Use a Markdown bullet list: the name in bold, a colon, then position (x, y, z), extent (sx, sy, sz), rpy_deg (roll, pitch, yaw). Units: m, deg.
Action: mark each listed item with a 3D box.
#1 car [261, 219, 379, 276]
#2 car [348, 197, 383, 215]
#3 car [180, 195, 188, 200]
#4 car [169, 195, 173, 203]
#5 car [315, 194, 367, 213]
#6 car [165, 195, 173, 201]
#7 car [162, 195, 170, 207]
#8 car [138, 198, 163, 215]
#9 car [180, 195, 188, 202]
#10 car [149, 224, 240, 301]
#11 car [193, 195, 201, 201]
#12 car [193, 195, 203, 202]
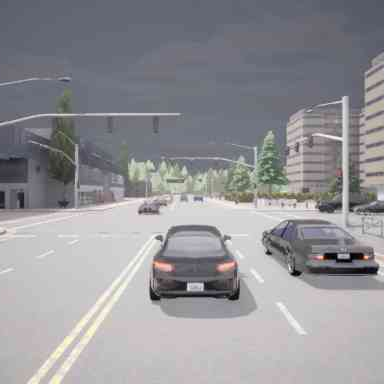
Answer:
- **car**: position (3.534, 1.547, 10.280), extent (2.033, 1.411, 5.357), rpy_deg (0, 0, 0)
- **car**: position (18.226, 1.526, 32.537), extent (4.674, 1.442, 1.812), rpy_deg (0, 0, -2)
- **car**: position (-2.181, 1.467, 88.779), extent (1.994, 1.385, 4.181), rpy_deg (0, 0, -1)
- **car**: position (-5.129, 1.477, 66.002), extent (1.882, 1.535, 5.008), rpy_deg (0, 0, -1)
- **car**: position (16.291, 1.222, 36.005), extent (5.566, 2.045, 2.150), rpy_deg (0, 0, -2)
- **car**: position (-5.465, 1.461, 80.294), extent (1.812, 1.442, 4.674), rpy_deg (0, 0, -1)
- **car**: position (-4.781, 1.564, 50.160), extent (1.994, 1.385, 4.181), rpy_deg (0, 0, -1)
- **car**: position (-4.253, 1.564, 33.392), extent (1.994, 1.385, 4.181), rpy_deg (0, 0, -2)
- **car**: position (-1.908, 1.533, 78.143), extent (2.033, 1.411, 5.357), rpy_deg (0, 0, -1)
- **car**: position (0.037, 1.526, 8.224), extent (1.812, 1.442, 4.674), rpy_deg (0, 0, -1)
- **car**: position (1.318, 1.500, 88.851), extent (1.837, 1.490, 4.892), rpy_deg (0, 0, -1)
- **car**: position (1.579, 1.478, 78.713), extent (1.882, 1.535, 5.008), rpy_deg (0, 0, -1)
